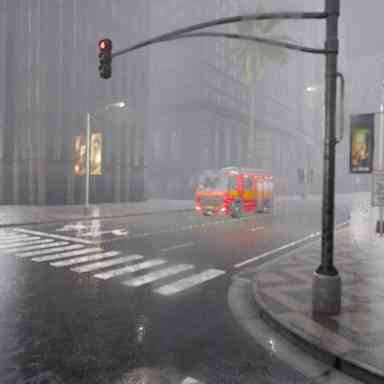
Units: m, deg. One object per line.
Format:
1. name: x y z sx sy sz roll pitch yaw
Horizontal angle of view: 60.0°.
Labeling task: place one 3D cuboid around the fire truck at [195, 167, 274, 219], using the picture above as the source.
1. fire truck: 3.744 0.007 27.036 2.891 3.827 8.468 1 1 36
